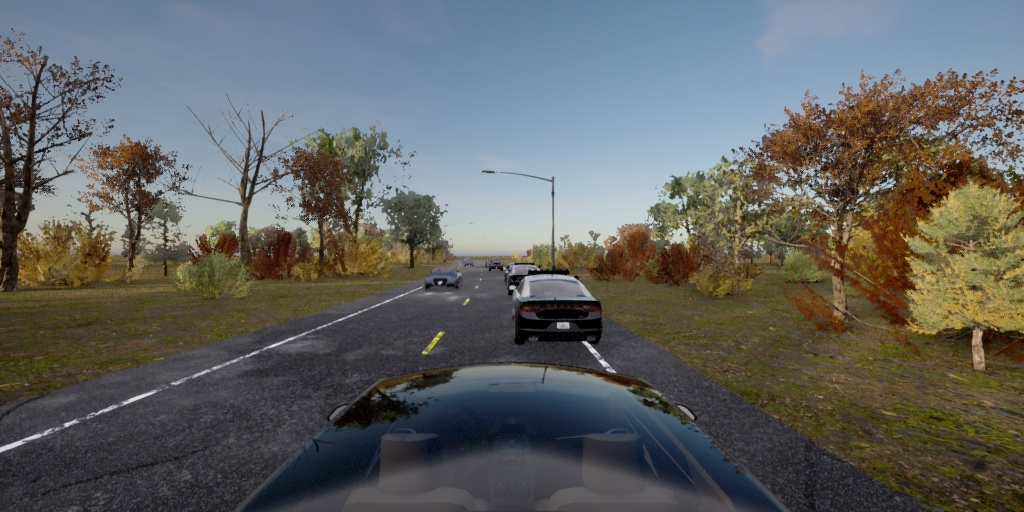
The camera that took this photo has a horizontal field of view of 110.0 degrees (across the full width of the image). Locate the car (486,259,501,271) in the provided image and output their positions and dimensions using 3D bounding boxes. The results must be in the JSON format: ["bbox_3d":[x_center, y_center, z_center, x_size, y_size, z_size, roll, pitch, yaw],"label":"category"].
[{"bbox_3d":[-2.169,1.234,47.337,1.837,1.490,4.892,0,0,-5],"label":"car"}]

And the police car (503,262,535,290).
[{"bbox_3d":[0.679,1.170,19.747,1.930,1.638,5.238,0,0,-2],"label":"police car"}]

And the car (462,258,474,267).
[{"bbox_3d":[-7.634,1.261,63.824,2.033,1.411,5.357,0,0,-7],"label":"car"}]

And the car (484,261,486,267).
[{"bbox_3d":[-3.516,1.208,60.227,2.128,1.511,4.902,0,0,-7],"label":"car"}]

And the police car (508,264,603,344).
[{"bbox_3d":[0.969,1.174,9.695,1.930,1.638,5.238,0,0,-1],"label":"police car"}]

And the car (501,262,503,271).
[{"bbox_3d":[0.413,1.216,25.665,1.882,1.535,5.008,0,0,-3],"label":"car"}]

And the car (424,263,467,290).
[{"bbox_3d":[-4.112,1.307,22.154,1.994,1.385,4.181,0,0,-3],"label":"car"}]
